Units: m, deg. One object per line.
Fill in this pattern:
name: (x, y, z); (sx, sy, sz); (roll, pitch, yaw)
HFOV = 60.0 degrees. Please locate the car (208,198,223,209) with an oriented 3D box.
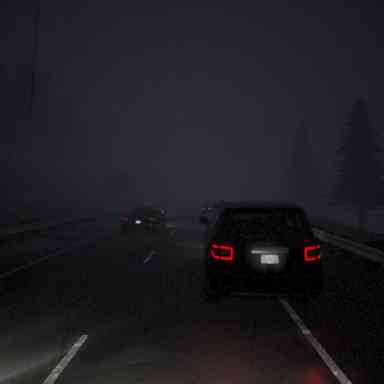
car: (3.364, 1.584, 46.654); (1.895, 1.301, 4.718); (0, 0, 7)

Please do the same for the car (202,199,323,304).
car: (1.389, 1.222, 8.267); (2.150, 2.045, 5.566); (0, 0, 2)

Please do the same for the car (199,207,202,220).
car: (1.877, 1.535, 32.428); (2.033, 1.411, 5.357); (0, 0, 6)

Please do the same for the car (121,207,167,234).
car: (-2.670, 1.556, 19.258); (1.994, 1.385, 4.181); (0, 0, 3)
